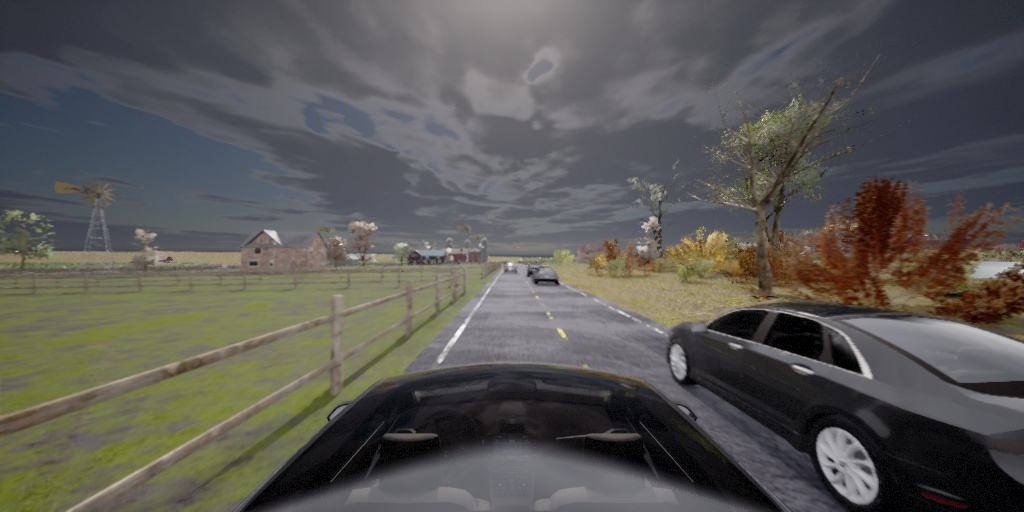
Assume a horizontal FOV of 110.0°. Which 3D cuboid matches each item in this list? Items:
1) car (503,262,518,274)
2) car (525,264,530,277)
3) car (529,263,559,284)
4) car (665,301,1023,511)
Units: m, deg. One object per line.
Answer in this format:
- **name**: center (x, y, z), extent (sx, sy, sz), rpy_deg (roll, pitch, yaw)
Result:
- **car**: center (-0.183, 1.622, 48.798), extent (2.128, 1.511, 4.902), rpy_deg (0, -1, 0)
- **car**: center (2.617, 1.589, 41.421), extent (1.837, 1.490, 4.892), rpy_deg (0, 0, 0)
- **car**: center (2.695, 1.544, 29.475), extent (1.994, 1.385, 4.181), rpy_deg (0, 0, 0)
- **car**: center (3.554, 1.295, 4.270), extent (1.837, 1.490, 4.892), rpy_deg (0, 0, 0)
